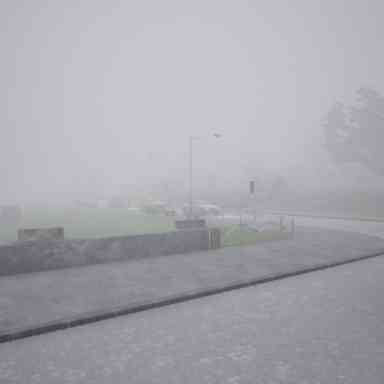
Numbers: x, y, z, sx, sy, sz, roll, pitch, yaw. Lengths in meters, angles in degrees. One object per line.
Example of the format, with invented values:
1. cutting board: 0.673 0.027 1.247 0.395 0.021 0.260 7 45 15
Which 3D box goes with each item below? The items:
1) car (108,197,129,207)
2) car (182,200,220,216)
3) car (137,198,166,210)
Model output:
1. car: -10.980 1.492 49.568 2.128 1.511 4.902 0 0 -35
2. car: 0.767 1.526 33.063 1.812 1.442 4.674 0 0 -36
3. car: -5.034 1.478 41.182 1.882 1.535 5.008 0 0 -35
